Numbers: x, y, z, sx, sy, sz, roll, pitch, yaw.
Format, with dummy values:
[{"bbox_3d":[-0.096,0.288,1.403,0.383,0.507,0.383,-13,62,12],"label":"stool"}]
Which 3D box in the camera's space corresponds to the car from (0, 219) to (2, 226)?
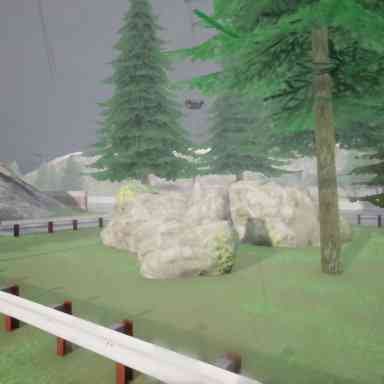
[{"bbox_3d":[-11.572,1.360,15.068,5.357,1.411,2.033,0,0,1],"label":"car"}]
